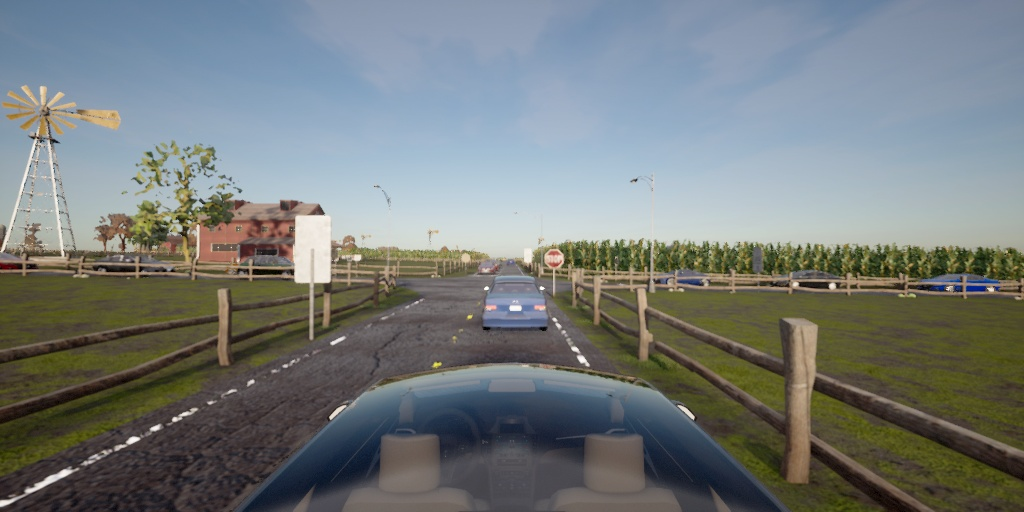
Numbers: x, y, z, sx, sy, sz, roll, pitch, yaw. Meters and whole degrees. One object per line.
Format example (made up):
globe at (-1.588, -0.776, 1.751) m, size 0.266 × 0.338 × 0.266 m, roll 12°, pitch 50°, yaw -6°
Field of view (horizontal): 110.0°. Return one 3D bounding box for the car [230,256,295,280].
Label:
car at (-17.100, 0.786, 25.956) m, size 4.553 × 1.767 × 2.097 m, roll 1°, pitch -1°, yaw 0°

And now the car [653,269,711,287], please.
car at (13.534, 1.755, 28.730) m, size 4.181 × 1.385 × 1.994 m, roll 1°, pitch -1°, yaw -2°

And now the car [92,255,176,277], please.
car at (-27.309, 0.688, 26.013) m, size 4.902 × 1.511 × 2.128 m, roll 1°, pitch -1°, yaw 0°

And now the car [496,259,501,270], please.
car at (-2.968, 1.263, 50.674) m, size 2.097 × 1.767 × 4.553 m, roll 0°, pitch 0°, yaw 0°

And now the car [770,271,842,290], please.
car at (23.408, 1.924, 28.670) m, size 4.892 × 1.490 × 1.837 m, roll 1°, pitch -1°, yaw 1°

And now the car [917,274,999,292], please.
car at (35.430, 2.173, 28.592) m, size 5.008 × 1.535 × 1.882 m, roll 1°, pitch -1°, yaw 1°

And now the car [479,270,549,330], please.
car at (0.077, 1.325, 11.246) m, size 2.033 × 1.411 × 5.357 m, roll 0°, pitch 0°, yaw 0°

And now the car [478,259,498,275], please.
car at (-2.919, 1.402, 41.635) m, size 1.812 × 1.442 × 4.674 m, roll 0°, pitch 0°, yaw -1°

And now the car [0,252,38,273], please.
car at (-37.752, 0.436, 26.084) m, size 5.008 × 1.535 × 1.882 m, roll 1°, pitch -1°, yaw 0°

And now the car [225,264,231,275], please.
car at (-20.257, 0.879, 28.920) m, size 5.008 × 1.535 × 1.882 m, roll 1°, pitch -1°, yaw 0°
